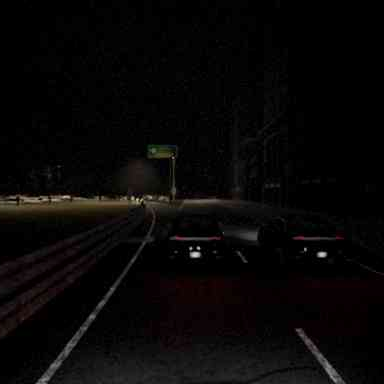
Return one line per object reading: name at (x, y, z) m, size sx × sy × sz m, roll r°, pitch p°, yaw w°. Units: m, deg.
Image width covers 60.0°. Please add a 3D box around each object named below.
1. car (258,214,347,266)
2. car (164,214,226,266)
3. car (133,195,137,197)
car at (3.594, 1.520, 11.612) m, size 2.128 × 1.511 × 4.902 m, roll 0°, pitch 0°, yaw 0°
car at (0.096, 1.518, 11.580) m, size 2.128 × 1.511 × 4.902 m, roll 0°, pitch 0°, yaw 0°
car at (-16.195, 1.482, 91.473) m, size 1.837 × 1.490 × 4.892 m, roll 0°, pitch 0°, yaw -16°
